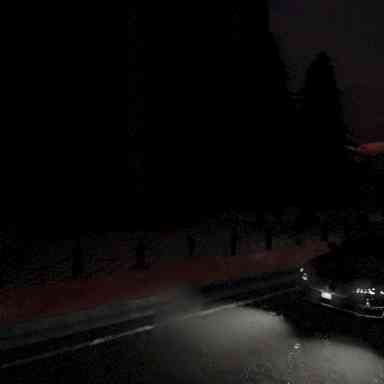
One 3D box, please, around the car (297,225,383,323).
[{"bbox_3d":[4.245,1.501,6.992,4.892,1.490,1.837,0,0,-35],"label":"car"}]
